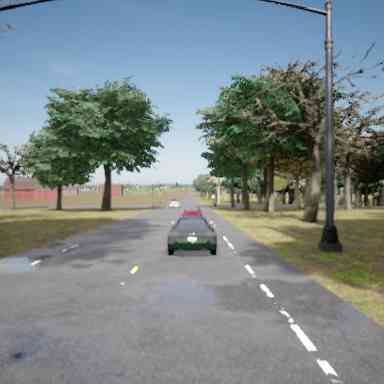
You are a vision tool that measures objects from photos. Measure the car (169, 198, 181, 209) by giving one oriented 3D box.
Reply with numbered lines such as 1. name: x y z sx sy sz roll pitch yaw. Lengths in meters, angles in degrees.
1. car: -3.473 2.311 68.266 2.150 2.045 5.566 0 -1 0

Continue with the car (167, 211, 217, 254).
1. car: 0.012 1.729 14.262 1.994 1.385 4.181 0 -1 0

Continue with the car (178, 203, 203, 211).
1. car: 0.018 1.911 29.397 1.812 1.442 4.674 0 -1 0
